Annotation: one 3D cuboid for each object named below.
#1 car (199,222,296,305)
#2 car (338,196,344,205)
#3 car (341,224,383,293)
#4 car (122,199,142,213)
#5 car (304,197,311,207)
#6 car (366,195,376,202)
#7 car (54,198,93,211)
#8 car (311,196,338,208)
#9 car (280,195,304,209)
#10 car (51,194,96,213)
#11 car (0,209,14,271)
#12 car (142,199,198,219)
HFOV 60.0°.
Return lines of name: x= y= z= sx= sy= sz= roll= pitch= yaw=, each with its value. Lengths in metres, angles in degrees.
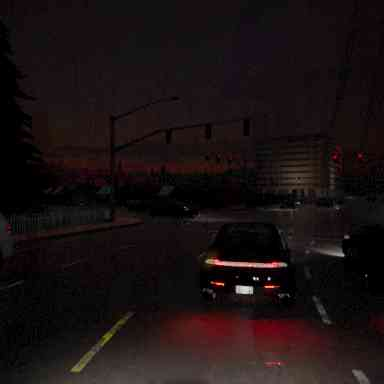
car: x=1.426 y=1.490 z=8.163 sx=2.128 sy=1.511 sz=4.902 roll=0 pitch=0 yaw=12
car: x=24.626 y=1.478 z=56.709 sx=2.128 sy=1.511 sz=4.902 roll=0 pitch=0 yaw=32
car: x=5.178 y=1.546 z=8.537 sx=2.033 sy=1.411 sz=5.357 roll=0 pitch=0 yaw=16
car: x=-5.303 y=1.540 z=35.663 sx=4.902 sy=1.511 sz=2.128 roll=0 pitch=0 yaw=32
car: x=18.156 y=1.514 z=52.891 sx=1.812 sy=1.442 sz=4.674 roll=0 pitch=0 yaw=32
car: x=42.651 y=1.508 z=79.273 sx=2.128 sy=1.511 sz=4.902 roll=0 pitch=0 yaw=32
car: x=-14.839 y=1.525 z=41.602 sx=5.008 sy=1.535 sz=1.882 roll=0 pitch=0 yaw=32
car: x=19.176 y=1.537 z=47.886 sx=2.033 sy=1.411 sz=5.357 roll=0 pitch=0 yaw=32
car: x=13.404 y=1.495 z=45.191 sx=1.837 sy=1.490 sz=4.892 roll=0 pitch=0 yaw=32
car: x=-13.043 y=1.272 z=36.352 sx=5.566 sy=2.045 sz=2.150 roll=0 pitch=0 yaw=32
car: x=-6.267 y=1.220 z=6.816 sx=2.150 sy=2.045 sz=5.566 roll=0 pitch=0 yaw=10
car: x=-1.698 y=1.392 z=29.276 sx=4.553 sy=1.767 sz=2.097 roll=0 pitch=0 yaw=32
